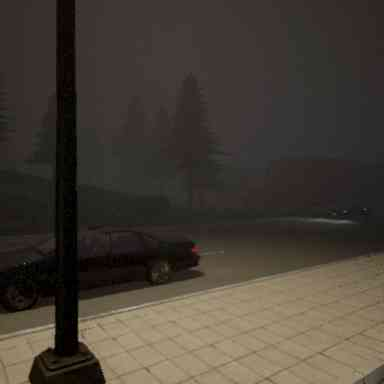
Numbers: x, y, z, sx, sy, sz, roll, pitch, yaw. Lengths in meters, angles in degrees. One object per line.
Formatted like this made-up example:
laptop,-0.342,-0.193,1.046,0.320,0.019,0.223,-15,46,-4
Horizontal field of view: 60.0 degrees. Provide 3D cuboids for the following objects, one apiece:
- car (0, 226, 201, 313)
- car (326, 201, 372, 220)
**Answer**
car,-2.344,1.538,7.848,5.357,1.411,2.033,0,0,-35
car,13.000,1.459,27.303,4.674,1.442,1.812,0,0,-35
